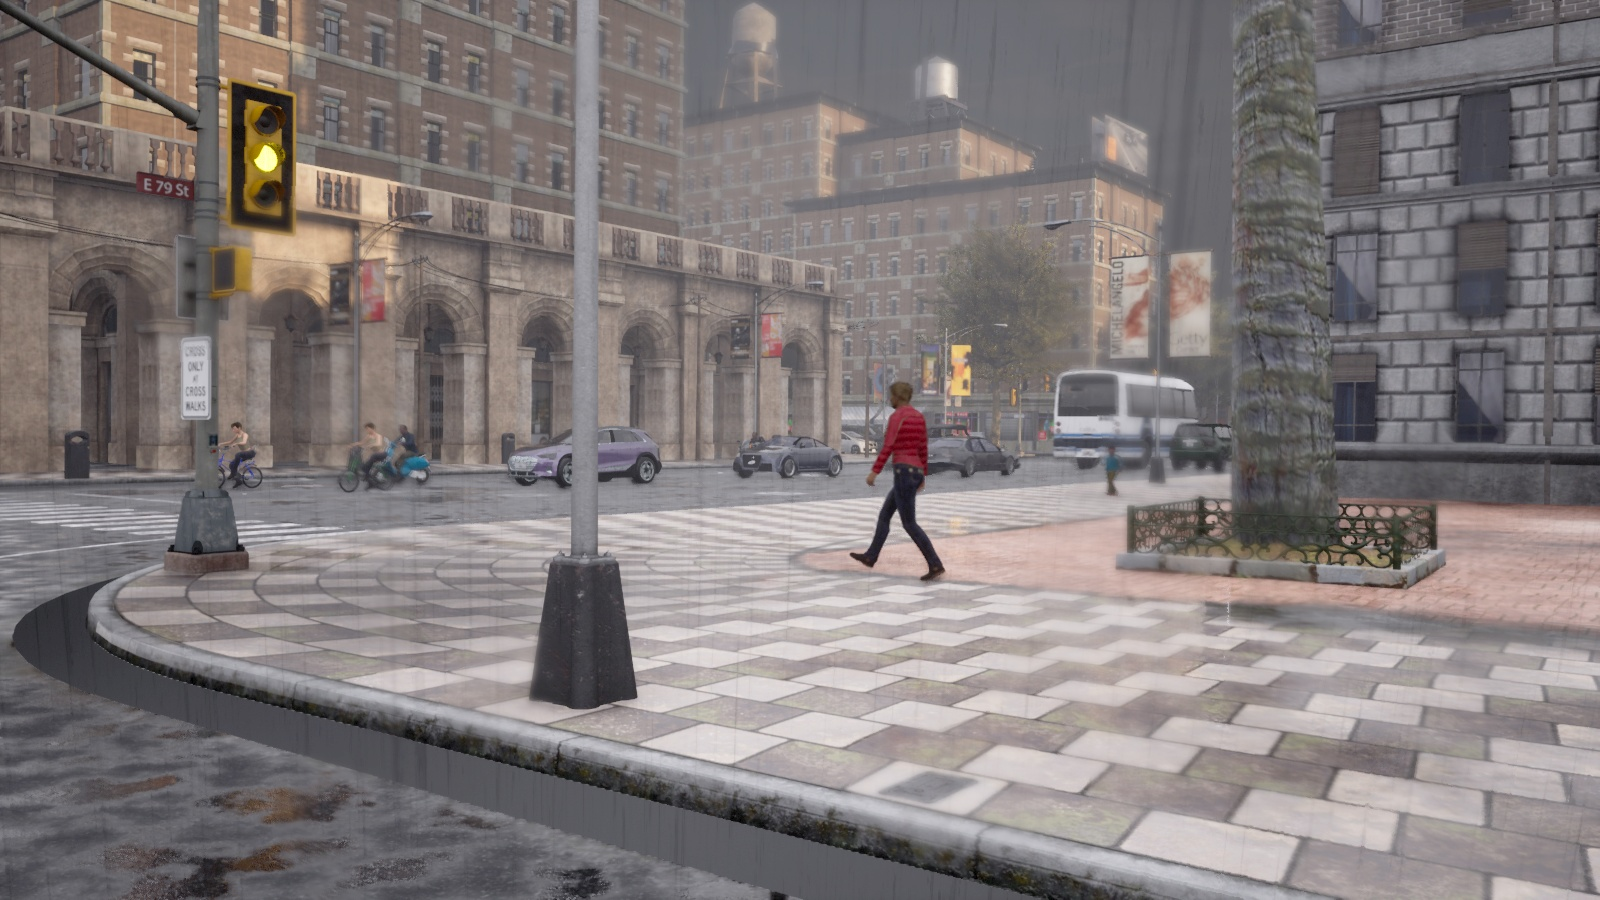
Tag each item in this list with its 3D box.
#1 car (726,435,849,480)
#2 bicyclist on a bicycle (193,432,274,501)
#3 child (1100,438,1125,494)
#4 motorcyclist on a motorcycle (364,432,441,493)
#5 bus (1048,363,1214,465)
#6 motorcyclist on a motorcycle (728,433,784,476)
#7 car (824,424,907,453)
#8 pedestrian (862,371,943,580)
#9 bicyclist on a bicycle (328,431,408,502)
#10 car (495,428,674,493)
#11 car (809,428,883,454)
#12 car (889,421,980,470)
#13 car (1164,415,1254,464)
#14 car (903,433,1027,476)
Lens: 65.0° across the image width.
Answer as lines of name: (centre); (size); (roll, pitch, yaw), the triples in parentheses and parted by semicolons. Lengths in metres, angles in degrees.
car: (-0.363, 0.221, 42.291); (1.994, 1.385, 4.181); (0, 1, 37)
bicyclist on a bicycle: (-13.623, 0.378, 30.217); (0.866, 1.612, 1.509); (0, 1, 37)
child: (6.708, 0.339, 26.922); (0.343, 1.192, 0.448); (0, 1, 43)
motorcyclist on a motorcycle: (-10.788, 0.315, 34.153); (0.866, 1.590, 1.817); (0, 1, 37)
bus: (15.461, -1.576, 57.892); (3.944, 4.253, 10.273); (0, 1, 36)
motorcyclist on a motorcycle: (-1.622, 0.146, 46.461); (0.866, 1.530, 2.191); (0, 1, 37)
car: (4.615, -0.805, 88.763); (5.566, 2.045, 2.150); (0, 1, 36)
pedestrian: (0.930, 0.224, 11.374); (0.636, 1.846, 0.331); (0, 1, 36)
bicyclist on a bicycle: (-10.068, 0.359, 29.278); (0.866, 1.612, 1.509); (0, 1, 37)
car: (-5.890, 0.238, 34.889); (2.033, 1.649, 4.856); (0, 1, 36)
car: (3.130, -0.622, 85.538); (4.611, 1.667, 2.242); (0, 1, 37)
car: (5.406, -0.206, 50.058); (1.905, 1.878, 3.866); (0, 1, 36)
car: (18.195, -0.475, 55.705); (2.150, 2.045, 5.566); (0, 1, 36)
car: (5.987, 0.111, 44.954); (2.033, 1.411, 5.357); (0, 1, 37)
